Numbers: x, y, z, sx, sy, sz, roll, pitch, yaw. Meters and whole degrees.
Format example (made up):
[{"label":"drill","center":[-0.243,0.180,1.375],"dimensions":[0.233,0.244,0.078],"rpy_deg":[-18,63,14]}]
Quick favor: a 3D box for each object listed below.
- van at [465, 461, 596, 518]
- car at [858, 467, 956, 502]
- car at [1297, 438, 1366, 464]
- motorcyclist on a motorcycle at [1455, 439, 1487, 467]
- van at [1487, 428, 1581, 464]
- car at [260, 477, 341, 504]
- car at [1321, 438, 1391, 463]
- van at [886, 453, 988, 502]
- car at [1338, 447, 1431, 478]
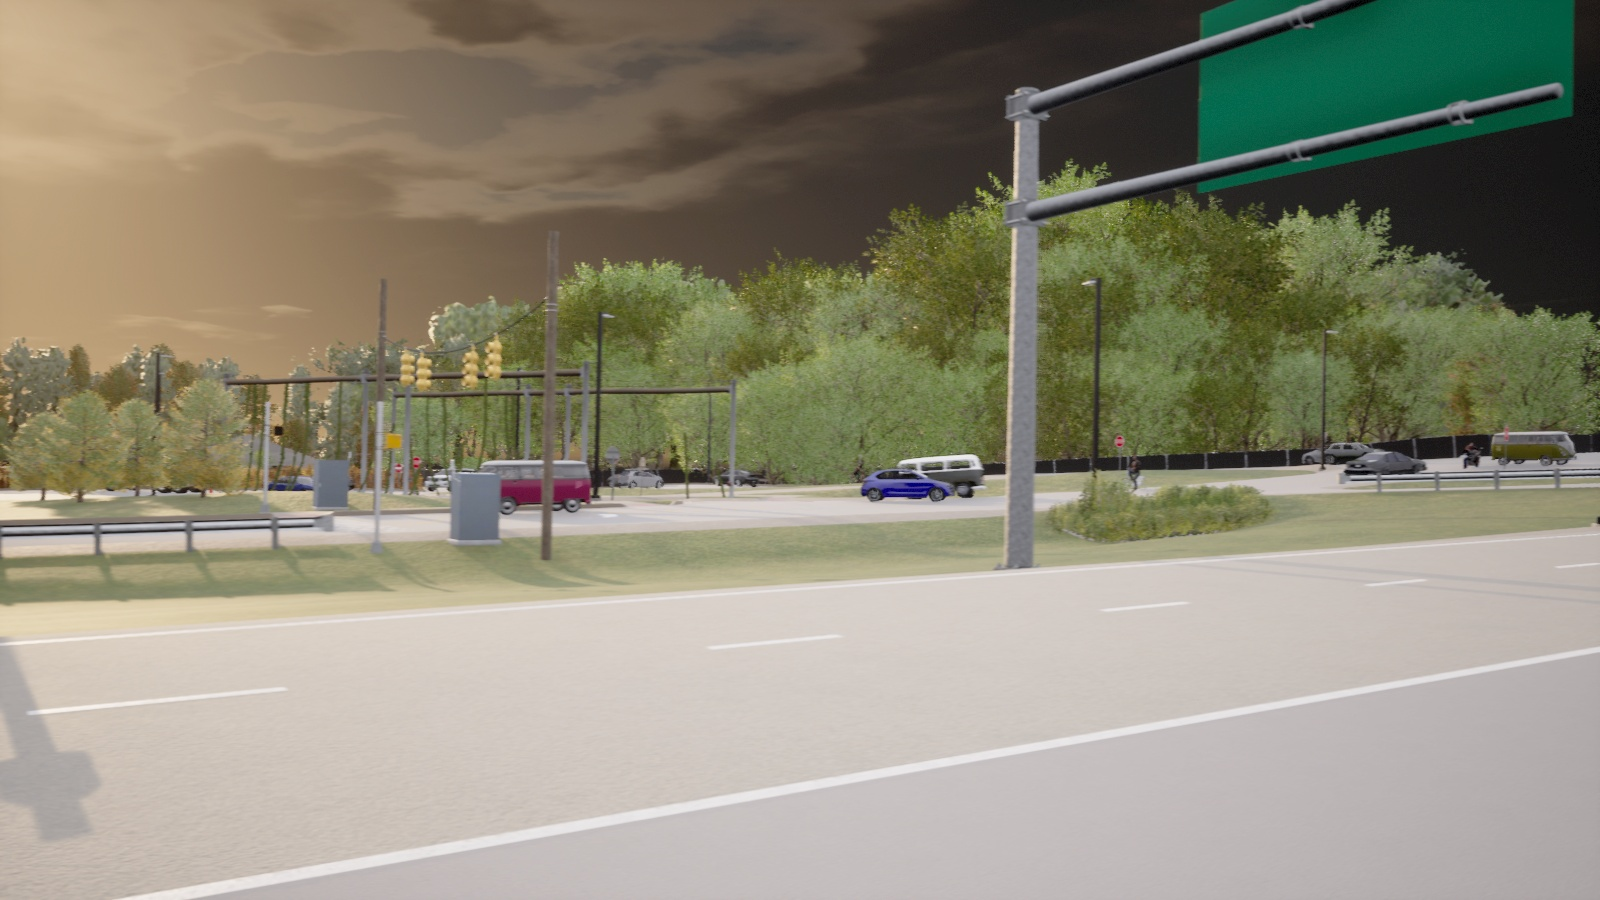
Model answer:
[{"label":"van","center":[-10.072,1.425,47.075],"dimensions":[4.442,1.987,1.775],"rpy_deg":[0,0,-34]},{"label":"car","center":[4.799,1.549,55.939],"dimensions":[4.193,1.474,1.816],"rpy_deg":[-1,0,10]},{"label":"car","center":[37.387,0.123,88.416],"dimensions":[1.851,1.617,3.988],"rpy_deg":[1,-4,-42]},{"label":"motorcyclist on a motorcycle","center":[39.344,0.181,73.657],"dimensions":[2.191,1.530,0.866],"rpy_deg":[-3,1,-41]},{"label":"van","center":[42.896,-0.252,73.508],"dimensions":[1.775,1.987,4.442],"rpy_deg":[-3,1,-28]},{"label":"car","center":[-29.830,2.419,74.954],"dimensions":[5.008,1.535,1.882],"rpy_deg":[-1,-2,33]},{"label":"car","center":[37.134,0.046,83.934],"dimensions":[3.806,1.475,1.970],"rpy_deg":[-3,-1,44]},{"label":"van","center":[6.530,1.312,59.766],"dimensions":[4.480,2.038,2.069],"rpy_deg":[-4,-3,14]},{"label":"car","center":[31.969,0.656,68.636],"dimensions":[5.357,1.411,2.033],"rpy_deg":[-3,2,-33]}]
